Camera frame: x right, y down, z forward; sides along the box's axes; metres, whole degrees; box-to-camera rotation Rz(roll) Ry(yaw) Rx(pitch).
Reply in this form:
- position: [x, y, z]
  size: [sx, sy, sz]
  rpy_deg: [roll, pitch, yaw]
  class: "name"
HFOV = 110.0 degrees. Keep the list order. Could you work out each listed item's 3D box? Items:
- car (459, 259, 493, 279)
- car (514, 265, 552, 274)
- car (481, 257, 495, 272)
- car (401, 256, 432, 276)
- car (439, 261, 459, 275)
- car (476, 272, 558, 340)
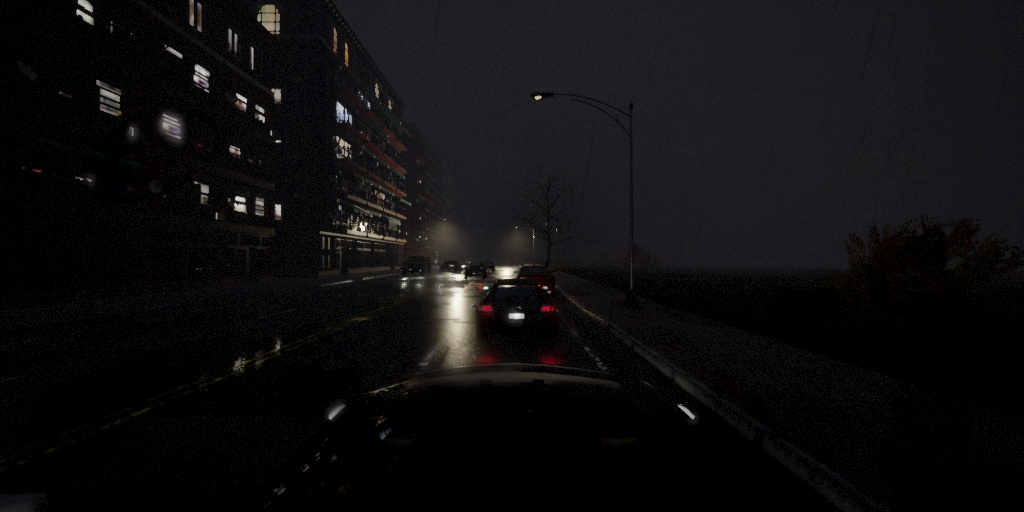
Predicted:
- position: [-3.136, 1.240, 32.254]
  size: [2.128, 1.511, 4.902]
  rpy_deg: [0, 0, 0]
  class: "car"
- position: [1.145, 1.229, 18.945]
  size: [1.882, 1.535, 5.008]
  rpy_deg: [0, 0, 0]
  class: "car"
- position: [-3.128, 1.225, 45.353]
  size: [1.882, 1.535, 5.008]
  rpy_deg: [0, 0, 0]
  class: "car"
- position: [-9.833, 0.970, 37.432]
  size: [2.150, 2.045, 5.566]
  rpy_deg: [0, 0, 0]
  class: "car"
- position: [-6.583, 1.254, 38.654]
  size: [1.837, 1.490, 4.892]
  rpy_deg: [0, 0, 0]
  class: "car"
- position: [0.105, 1.315, 10.025]
  size: [1.994, 1.385, 4.181]
  rpy_deg: [0, 0, 0]
  class: "car"
